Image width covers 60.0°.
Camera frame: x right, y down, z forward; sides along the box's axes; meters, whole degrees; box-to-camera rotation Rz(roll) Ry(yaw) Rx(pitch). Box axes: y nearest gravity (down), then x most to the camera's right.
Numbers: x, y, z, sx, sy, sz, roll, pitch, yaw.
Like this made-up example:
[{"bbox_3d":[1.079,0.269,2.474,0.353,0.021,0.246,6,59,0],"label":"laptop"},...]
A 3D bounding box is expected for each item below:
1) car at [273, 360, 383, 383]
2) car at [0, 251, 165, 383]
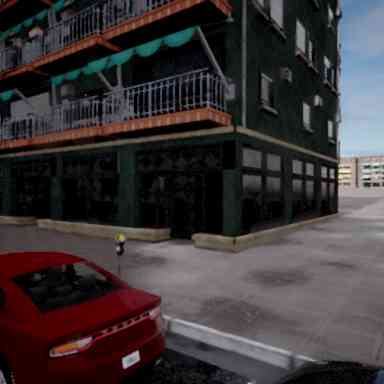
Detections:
[{"bbox_3d":[2.169,1.575,1.332,4.313,1.339,1.947,1,0,35],"label":"car"},{"bbox_3d":[-2.421,1.509,4.602,4.507,1.381,1.887,1,0,35],"label":"car"}]
